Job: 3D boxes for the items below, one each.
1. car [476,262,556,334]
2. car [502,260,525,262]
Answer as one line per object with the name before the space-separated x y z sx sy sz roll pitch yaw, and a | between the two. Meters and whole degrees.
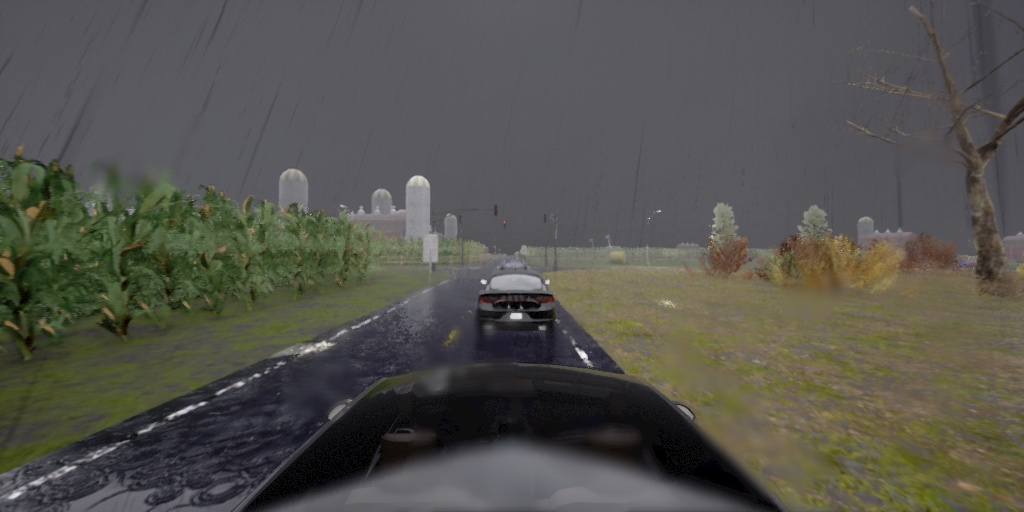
car | 0.099 1.102 10.207 1.882 1.535 5.008 0 1 0
car | 0.097 0.962 20.766 2.128 1.511 4.902 0 1 0
